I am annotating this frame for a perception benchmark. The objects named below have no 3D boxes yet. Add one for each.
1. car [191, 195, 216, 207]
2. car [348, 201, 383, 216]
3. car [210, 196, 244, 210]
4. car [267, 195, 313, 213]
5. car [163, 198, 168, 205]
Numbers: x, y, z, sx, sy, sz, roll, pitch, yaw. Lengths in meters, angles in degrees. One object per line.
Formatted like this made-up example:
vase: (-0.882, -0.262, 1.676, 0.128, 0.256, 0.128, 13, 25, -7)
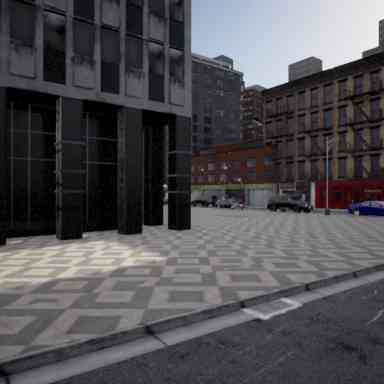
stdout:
car: (2.175, 1.521, 56.641, 2.150, 2.045, 5.566, 0, 0, -36)
car: (17.167, 1.576, 30.820, 1.882, 1.535, 5.008, 0, -1, -37)
car: (5.286, 1.726, 47.076, 2.128, 1.511, 4.902, 0, 0, -36)
car: (11.320, 1.391, 38.821, 2.150, 2.045, 5.566, 0, -1, -36)
car: (-4.041, 1.843, 65.042, 1.837, 1.490, 4.892, 0, 0, -36)
